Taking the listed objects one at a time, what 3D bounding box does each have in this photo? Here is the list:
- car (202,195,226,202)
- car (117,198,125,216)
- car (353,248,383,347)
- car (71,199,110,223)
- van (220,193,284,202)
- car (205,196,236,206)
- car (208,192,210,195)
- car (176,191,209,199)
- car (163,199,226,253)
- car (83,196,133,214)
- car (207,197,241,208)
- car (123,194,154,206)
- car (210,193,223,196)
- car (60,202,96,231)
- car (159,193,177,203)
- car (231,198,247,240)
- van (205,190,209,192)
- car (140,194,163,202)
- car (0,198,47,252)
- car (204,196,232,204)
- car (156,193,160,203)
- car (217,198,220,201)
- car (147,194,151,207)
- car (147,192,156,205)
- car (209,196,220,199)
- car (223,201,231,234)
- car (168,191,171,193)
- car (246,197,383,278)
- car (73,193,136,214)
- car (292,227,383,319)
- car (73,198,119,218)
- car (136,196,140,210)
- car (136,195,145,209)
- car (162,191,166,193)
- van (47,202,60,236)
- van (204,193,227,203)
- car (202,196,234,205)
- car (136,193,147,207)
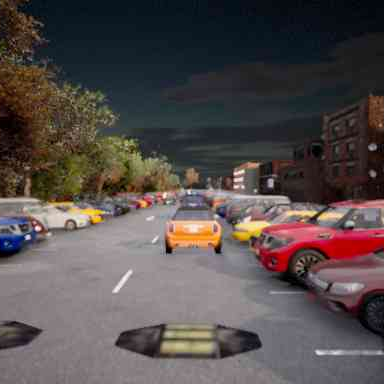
[{"bbox_3d":[4.553,1.360,70.148,4.892,1.521,2.231,0,0,0],"label":"car"},{"bbox_3d":[-8.566,1.501,28.369,4.792,1.488,2.163,0,0,0],"label":"car"},{"bbox_3d":[4.570,1.524,3.346,4.792,1.488,2.163,0,0,0],"label":"car"},{"bbox_3d":[-8.543,1.479,22.801,5.008,1.535,2.097,0,0,0],"label":"car"},{"bbox_3d":[4.426,1.254,22.831,4.442,1.987,1.878,0,0,0],"label":"van"},{"bbox_3d":[4.539,1.416,53.449,4.892,1.521,2.231,0,0,0],"label":"car"},{"bbox_3d":[4.576,1.298,50.664,4.553,1.767,2.185,0,0,0],"label":"car"},{"bbox_3d":[0.067,1.215,28.775,2.150,2.045,5.566,0,0,1],"label":"car"},{"bbox_3d":[0.067,1.361,13.951,2.097,1.767,4.553,0,0,0],"label":"car"},{"bbox_3d":[-8.505,1.337,33.941,4.553,1.767,2.185,0,0,0],"label":"car"},{"bbox_3d":[4.542,1.471,47.882,4.674,1.452,2.002,0,0,0],"label":"car"},{"bbox_3d":[-8.566,1.289,53.436,4.553,1.767,2.185,0,0,0],"label":"car"},{"bbox_3d":[4.575,1.331,36.748,4.553,1.767,2.185,0,0,0],"label":"car"},{"bbox_3d":[-8.540,1.523,20.016,4.674,1.452,2.002,0,0,0],"label":"car"},{"bbox_3d":[-3.572,1.427,52.681,2.128,1.511,4.902,0,0,0],"label":"car"},{"bbox_3d":[4.573,1.360,17.139,4.553,1.767,2.185,0,0,0],"label":"car"},{"bbox_3d":[4.663,1.162,61.798,4.442,1.987,1.878,0,0,0],"label":"van"},{"bbox_3d":[-8.502,1.233,70.145,4.553,1.767,2.185,0,0,0],"label":"car"},{"bbox_3d":[-8.510,1.240,11.661,5.566,2.045,2.435,0,0,0],"label":"car"},{"bbox_3d":[4.552,1.398,59.015,4.892,1.521,2.231,0,0,0],"label":"car"},{"bbox_3d":[-8.504,1.426,59.005,4.792,1.488,2.163,0,0,0],"label":"car"},{"bbox_3d":[4.537,1.475,25.615,5.008,1.535,2.097,0,0,0],"label":"car"},{"bbox_3d":[-8.540,1.437,45.080,5.008,1.535,2.097,0,0,0],"label":"car"},{"bbox_3d":[-8.507,1.179,47.866,5.566,2.045,2.435,0,0,0],"label":"car"},{"bbox_3d":[4.729,1.459,33.965,5.366,1.575,1.946,0,0,0],"label":"car"},{"bbox_3d":[4.536,1.484,20.048,4.892,1.521,2.231,0,0,0],"label":"car"},{"bbox_3d":[-8.561,1.069,81.285,5.566,2.045,2.435,0,0,0],"label":"car"},{"bbox_3d":[4.513,1.243,8.915,5.566,2.045,2.435,0,0,0],"label":"car"},{"bbox_3d":[-8.509,1.216,31.156,5.566,2.045,2.435,0,0,0],"label":"car"},{"bbox_3d":[4.543,1.537,6.132,4.674,1.452,2.002,0,0,0],"label":"car"},{"bbox_3d":[-8.544,1.477,25.586,4.892,1.521,2.231,0,0,0],"label":"car"},{"bbox_3d":[-8.539,1.497,36.726,4.674,1.452,2.002,0,0,0],"label":"car"},{"bbox_3d":[-8.531,1.451,39.511,5.008,1.535,2.097,0,0,0],"label":"car"},{"bbox_3d":[-8.562,1.118,67.235,5.566,2.045,2.435,0,0,0],"label":"car"},{"bbox_3d":[-8.422,1.263,14.446,4.442,1.987,1.878,0,0,0],"label":"van"},{"bbox_3d":[4.663,1.143,67.240,4.442,1.987,1.878,0,0,0],"label":"van"},{"bbox_3d":[4.360,1.403,56.232,5.366,1.575,1.946,0,0,0],"label":"car"},{"bbox_3d":[-8.504,1.319,42.295,4.553,1.767,2.185,0,0,0],"label":"car"}]
